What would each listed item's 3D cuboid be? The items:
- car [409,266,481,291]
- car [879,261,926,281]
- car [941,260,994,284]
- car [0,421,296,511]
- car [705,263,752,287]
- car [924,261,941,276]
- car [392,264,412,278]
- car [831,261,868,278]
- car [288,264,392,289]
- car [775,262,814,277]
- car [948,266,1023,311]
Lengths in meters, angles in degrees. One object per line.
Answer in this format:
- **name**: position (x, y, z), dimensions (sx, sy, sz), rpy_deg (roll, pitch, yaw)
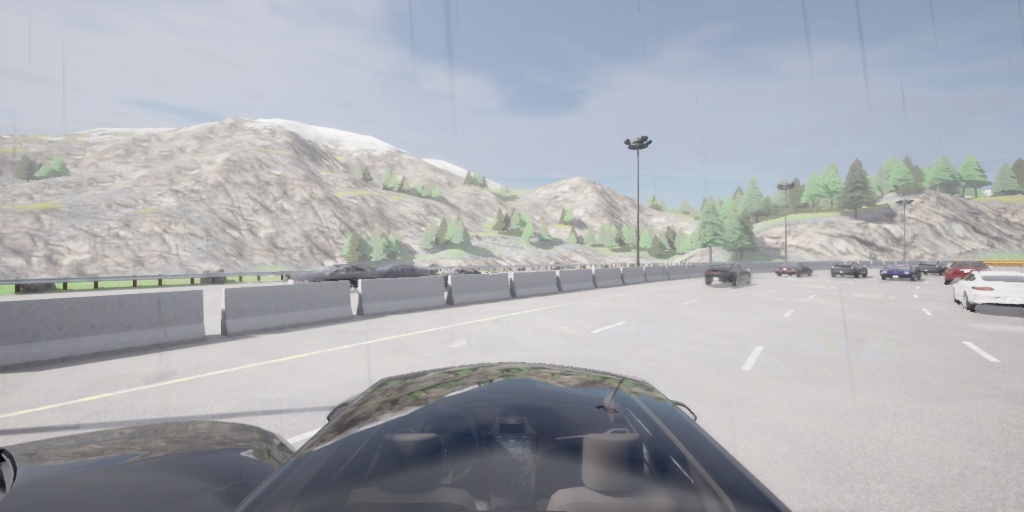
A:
- **car**: position (-3.442, 1.349, 21.570), dimensions (1.895, 1.301, 4.718), rpy_deg (0, 0, 43)
- **car**: position (32.299, 1.349, 29.740), dimensions (4.718, 1.301, 1.895), rpy_deg (0, 0, -35)
- **car**: position (33.054, 1.101, 25.924), dimensions (4.553, 1.767, 2.097), rpy_deg (0, 0, -37)
- **car**: position (-2.983, 1.255, 0.544), dimensions (4.892, 1.490, 1.837), rpy_deg (0, 0, -45)
- **car**: position (15.011, 1.252, 24.808), dimensions (4.892, 1.490, 1.837), rpy_deg (0, -1, -42)
- **car**: position (43.311, 1.239, 36.877), dimensions (4.902, 1.511, 2.128), rpy_deg (0, 0, -31)
- **car**: position (-8.568, 1.295, 26.355), dimensions (2.033, 1.411, 5.357), rpy_deg (0, 0, 43)
- **car**: position (31.373, 1.239, 33.354), dimensions (4.902, 1.511, 2.128), rpy_deg (0, 0, -35)
- **car**: position (-9.589, 1.240, 19.876), dimensions (2.128, 1.511, 4.902), rpy_deg (0, 0, 41)
- **car**: position (27.514, 1.295, 34.944), dimensions (5.357, 1.411, 2.033), rpy_deg (0, 0, -36)
- **car**: position (18.205, 1.275, 13.432), dimensions (4.674, 1.442, 1.812), rpy_deg (0, 0, -44)
